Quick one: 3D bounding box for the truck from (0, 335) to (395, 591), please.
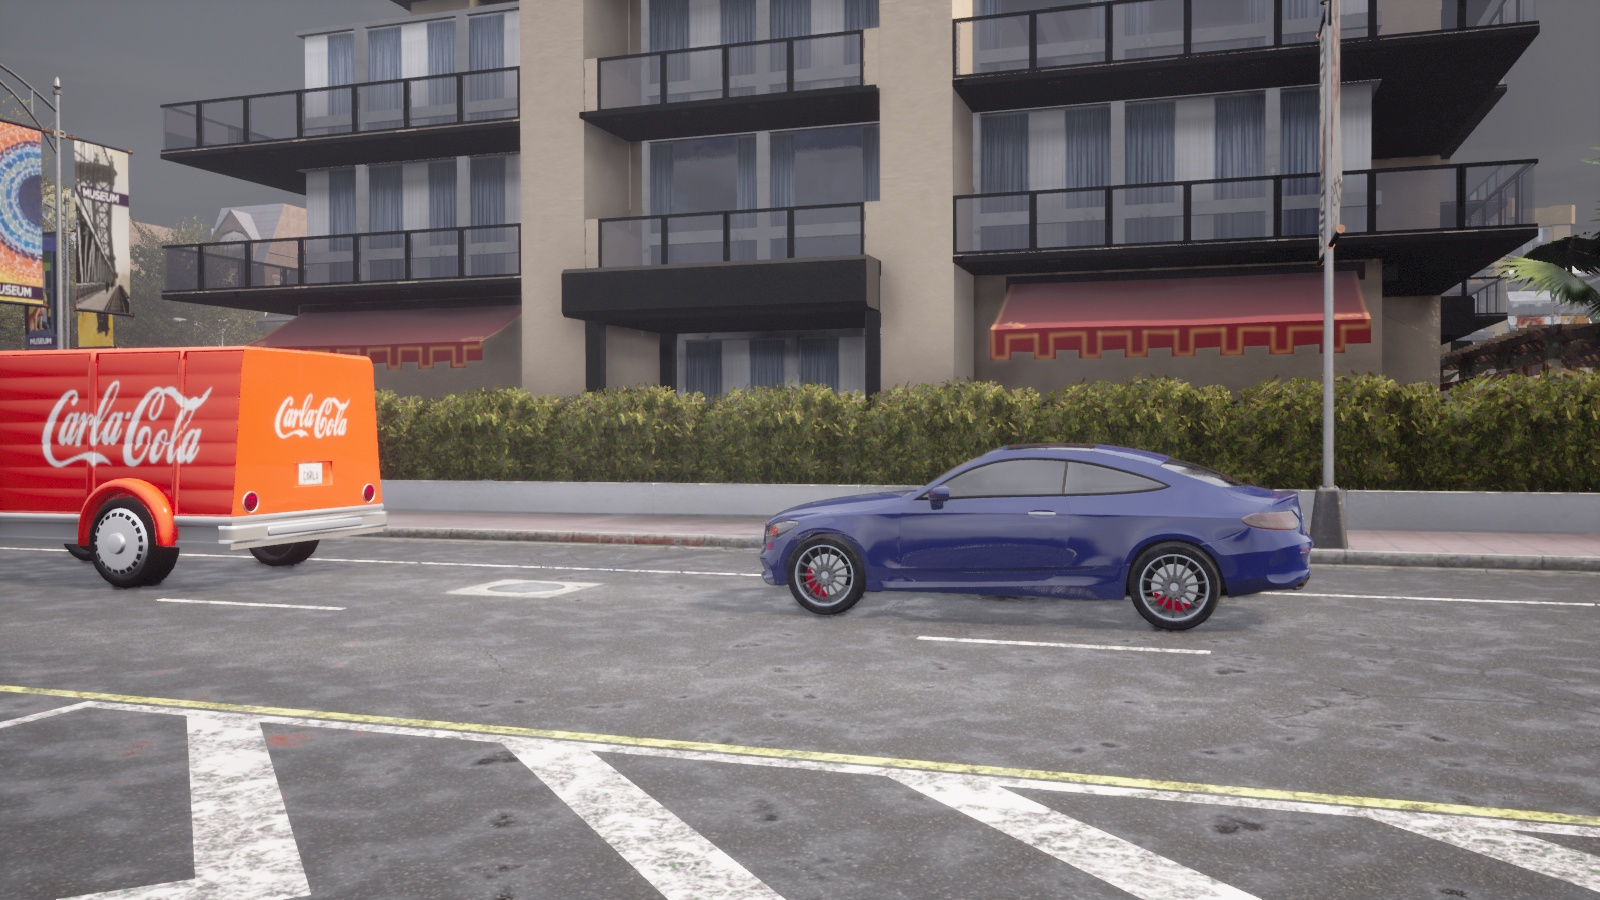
[{"bbox_3d":[-7.581,0.085,14.149,5.204,2.467,2.627,1,1,19],"label":"truck"}]

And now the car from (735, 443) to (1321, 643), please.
[{"bbox_3d":[1.945,0.684,10.949,4.674,1.442,1.812,1,1,18],"label":"car"}]
